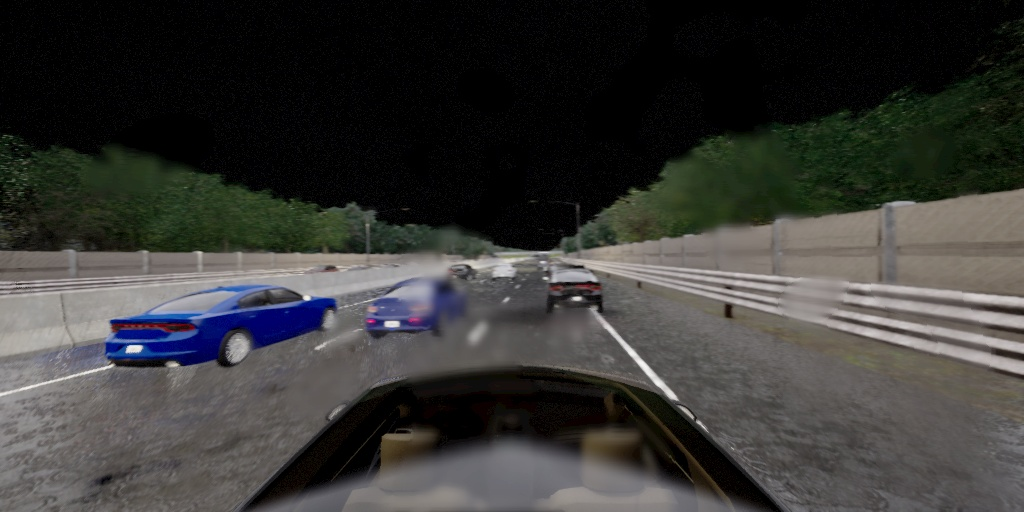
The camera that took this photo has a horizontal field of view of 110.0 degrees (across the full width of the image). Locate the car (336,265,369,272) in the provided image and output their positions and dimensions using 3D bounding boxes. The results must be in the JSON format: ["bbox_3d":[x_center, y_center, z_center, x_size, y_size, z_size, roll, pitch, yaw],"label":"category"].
[{"bbox_3d":[-17.505,1.853,41.270,2.128,1.511,4.902,-2,0,5],"label":"car"}]

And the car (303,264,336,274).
[{"bbox_3d":[-21.140,1.814,39.893,2.097,1.767,4.553,-2,0,5],"label":"car"}]

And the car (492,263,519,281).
[{"bbox_3d":[-0.597,1.383,31.911,1.812,1.442,4.674,-2,0,5],"label":"car"}]

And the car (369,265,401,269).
[{"bbox_3d":[-14.011,1.766,41.068,1.837,1.490,4.892,-2,0,5],"label":"car"}]

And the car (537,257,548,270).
[{"bbox_3d":[4.580,1.316,51.819,2.033,1.411,5.357,-2,0,5],"label":"car"}]

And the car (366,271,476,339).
[{"bbox_3d":[-2.499,1.369,10.370,1.812,1.442,4.674,-2,0,5],"label":"car"}]

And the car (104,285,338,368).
[{"bbox_3d":[-6.179,1.419,8.533,1.882,1.535,5.008,-2,0,5],"label":"car"}]

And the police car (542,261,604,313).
[{"bbox_3d":[2.274,1.146,13.916,1.930,1.638,5.238,-2,0,5],"label":"police car"}]

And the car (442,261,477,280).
[{"bbox_3d":[-4.220,1.461,30.658,1.837,1.490,4.892,-2,0,5],"label":"car"}]

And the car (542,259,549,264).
[{"bbox_3d":[3.146,1.205,23.768,1.882,1.535,5.008,-2,0,5],"label":"car"}]

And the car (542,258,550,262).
[{"bbox_3d":[3.691,1.186,29.935,1.801,1.575,5.366,-2,0,5],"label":"car"}]
